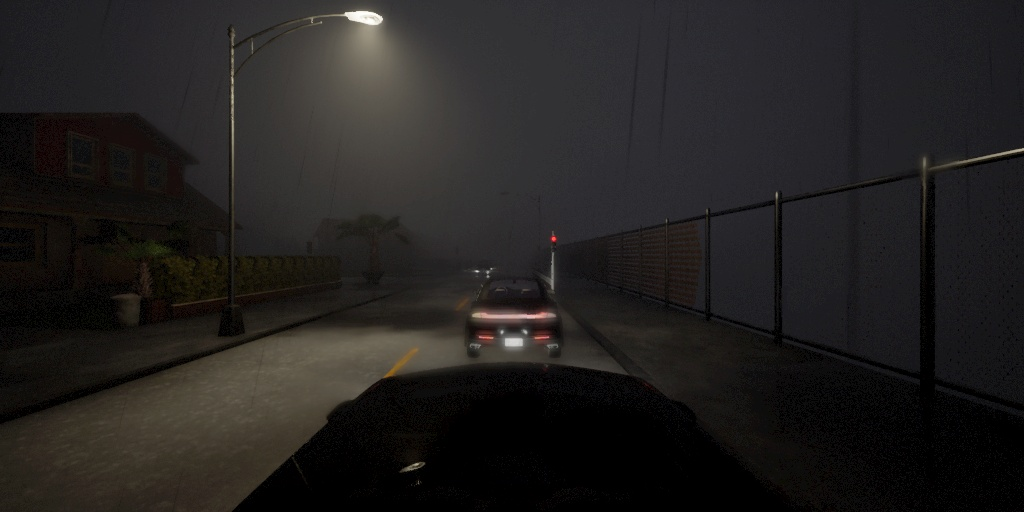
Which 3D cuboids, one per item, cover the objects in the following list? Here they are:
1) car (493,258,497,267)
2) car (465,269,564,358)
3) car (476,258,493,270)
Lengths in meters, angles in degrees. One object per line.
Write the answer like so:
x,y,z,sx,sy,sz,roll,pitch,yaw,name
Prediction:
-4.095,1.297,61.715,2.033,1.411,5.357,0,0,0,car
0.052,1.242,8.465,2.128,1.511,4.902,0,0,0,car
-4.111,1.255,51.850,1.837,1.490,4.892,0,0,0,car
